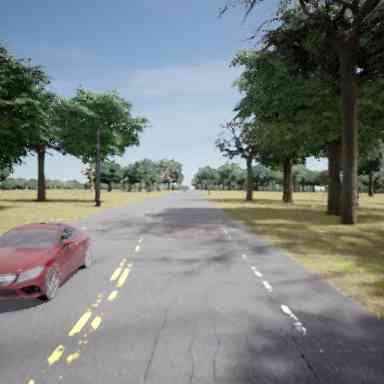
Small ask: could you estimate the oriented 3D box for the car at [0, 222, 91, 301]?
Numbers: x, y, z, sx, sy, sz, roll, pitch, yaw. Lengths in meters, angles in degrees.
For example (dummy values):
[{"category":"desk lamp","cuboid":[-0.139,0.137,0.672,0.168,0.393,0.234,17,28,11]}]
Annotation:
[{"category":"car","cuboid":[-3.869,1.526,8.395,1.812,1.442,4.674,0,0,-3]}]
